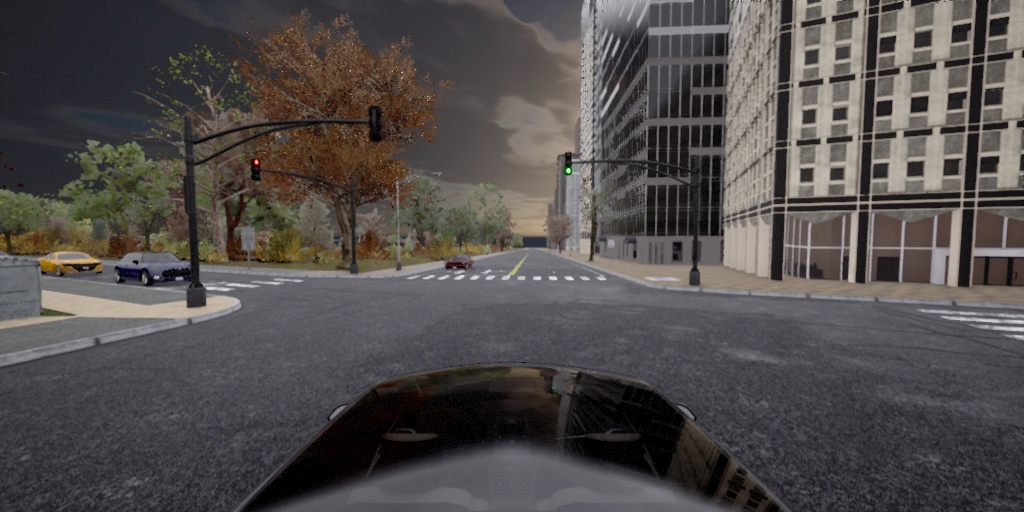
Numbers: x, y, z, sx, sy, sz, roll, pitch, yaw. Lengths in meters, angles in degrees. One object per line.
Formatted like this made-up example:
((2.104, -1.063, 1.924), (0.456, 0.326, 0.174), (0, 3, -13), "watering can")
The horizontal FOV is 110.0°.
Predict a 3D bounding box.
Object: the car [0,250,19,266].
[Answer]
((-44.478, 0.226, 30.687), (5.357, 1.411, 2.033), (1, 3, 24), "car")

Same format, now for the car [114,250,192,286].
((-19.101, 0.539, 19.292), (4.553, 1.767, 2.097), (1, 3, 24), "car")

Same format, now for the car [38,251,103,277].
((-29.592, 0.454, 23.995), (5.008, 1.535, 1.882), (1, 3, 24), "car")

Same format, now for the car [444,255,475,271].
((-4.604, 0.587, 31.785), (1.895, 1.301, 4.718), (0, 1, 3), "car")
